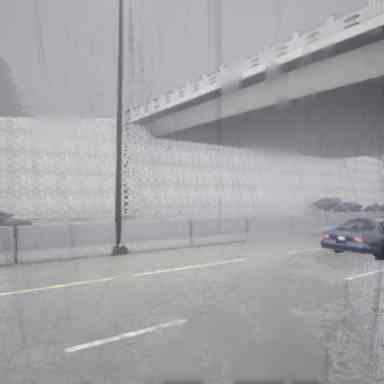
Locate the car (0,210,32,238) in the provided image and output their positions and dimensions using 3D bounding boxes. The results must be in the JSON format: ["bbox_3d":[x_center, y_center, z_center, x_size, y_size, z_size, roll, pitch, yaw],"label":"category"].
[{"bbox_3d":[-9.720,1.552,14.256,5.357,1.411,2.033,1,-1,-36],"label":"car"}]

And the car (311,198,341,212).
[{"bbox_3d":[19.624,1.822,48.100,5.566,2.045,2.150,1,-1,-35],"label":"car"}]

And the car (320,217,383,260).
[{"bbox_3d":[7.364,1.733,13.307,5.357,1.411,2.033,1,-1,-36],"label":"car"}]

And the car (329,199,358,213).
[{"bbox_3d":[21.113,2.066,44.867,5.008,1.535,1.882,1,-1,-35],"label":"car"}]

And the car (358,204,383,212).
[{"bbox_3d":[23.604,2.161,42.349,4.181,1.385,1.994,1,-1,-35],"label":"car"}]

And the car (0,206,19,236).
[{"bbox_3d":[-11.779,1.509,17.086,4.892,1.490,1.837,1,-1,-36],"label":"car"}]
